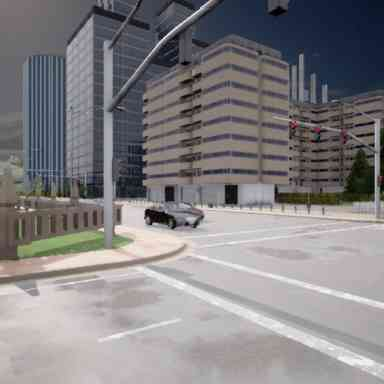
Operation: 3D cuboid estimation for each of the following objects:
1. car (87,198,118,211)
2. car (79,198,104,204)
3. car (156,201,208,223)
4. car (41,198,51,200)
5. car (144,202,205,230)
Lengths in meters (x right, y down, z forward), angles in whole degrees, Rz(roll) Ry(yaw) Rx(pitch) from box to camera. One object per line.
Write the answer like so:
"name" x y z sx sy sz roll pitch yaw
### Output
"car" -11.105 1.491 40.972 2.128 1.511 4.902 0 0 -35
"car" -10.864 1.526 34.592 1.812 1.442 4.674 0 0 -35
"car" -0.906 1.526 26.684 1.812 1.442 4.674 0 0 -36
"car" -22.191 1.578 50.644 2.033 1.411 5.357 0 0 -35
"car" -1.382 1.490 21.217 2.128 1.511 4.902 0 0 -34
